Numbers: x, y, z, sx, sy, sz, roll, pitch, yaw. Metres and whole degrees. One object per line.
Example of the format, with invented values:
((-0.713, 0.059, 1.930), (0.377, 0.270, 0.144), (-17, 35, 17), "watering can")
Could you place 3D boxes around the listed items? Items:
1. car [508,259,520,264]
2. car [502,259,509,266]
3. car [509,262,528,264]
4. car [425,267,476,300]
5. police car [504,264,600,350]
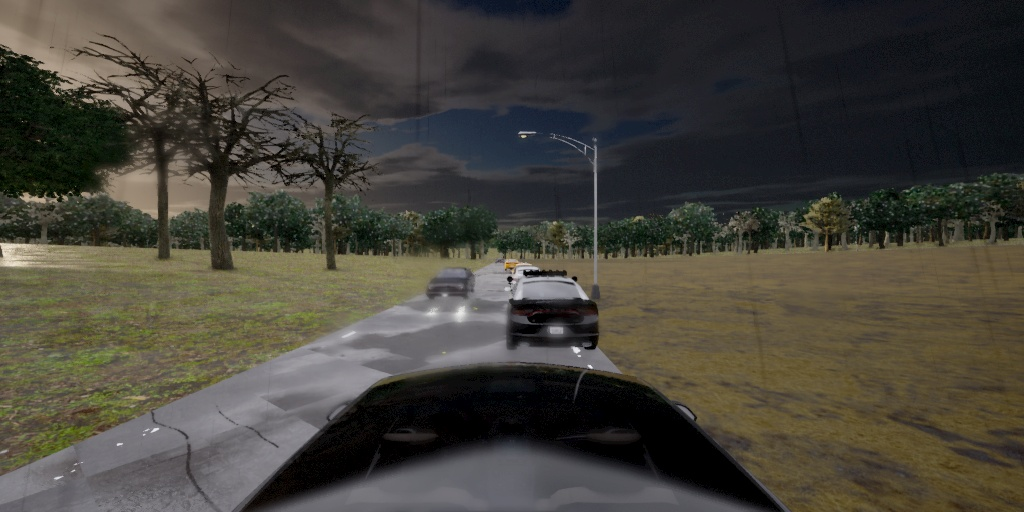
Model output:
((0.820, 1.180, 25.293), (1.801, 1.575, 5.366), (0, 0, 0), "car")
((0.028, 1.142, 48.502), (1.882, 1.535, 5.008), (0, 0, 0), "car")
((0.822, 1.260, 19.103), (1.812, 1.442, 4.674), (0, 0, 0), "car")
((-2.855, 1.283, 17.940), (2.033, 1.411, 5.357), (0, 0, 0), "car")
((0.823, 1.171, 9.213), (1.930, 1.638, 5.238), (0, 0, 0), "police car")
